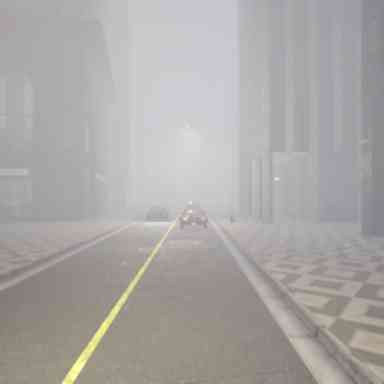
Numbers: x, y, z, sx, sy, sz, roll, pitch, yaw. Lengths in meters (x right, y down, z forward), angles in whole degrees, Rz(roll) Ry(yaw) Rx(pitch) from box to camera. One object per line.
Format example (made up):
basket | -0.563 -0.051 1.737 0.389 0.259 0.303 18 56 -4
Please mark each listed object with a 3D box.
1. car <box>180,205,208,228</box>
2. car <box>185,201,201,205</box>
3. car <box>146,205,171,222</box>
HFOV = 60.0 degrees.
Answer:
car | 0.128 1.853 24.327 1.895 1.301 4.718 0 -1 0
car | 0.149 1.938 42.030 2.128 1.511 4.902 0 -1 0
car | -2.966 1.879 30.000 1.994 1.385 4.181 0 -1 0
